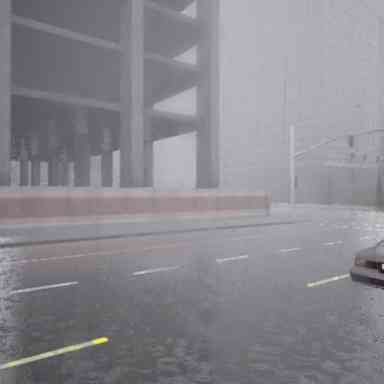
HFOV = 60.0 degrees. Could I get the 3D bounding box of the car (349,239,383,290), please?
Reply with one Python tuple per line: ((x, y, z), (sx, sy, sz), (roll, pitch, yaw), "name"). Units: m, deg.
((6.003, 1.566, 8.097), (5.357, 1.411, 2.033), (0, 0, -35), "car")
